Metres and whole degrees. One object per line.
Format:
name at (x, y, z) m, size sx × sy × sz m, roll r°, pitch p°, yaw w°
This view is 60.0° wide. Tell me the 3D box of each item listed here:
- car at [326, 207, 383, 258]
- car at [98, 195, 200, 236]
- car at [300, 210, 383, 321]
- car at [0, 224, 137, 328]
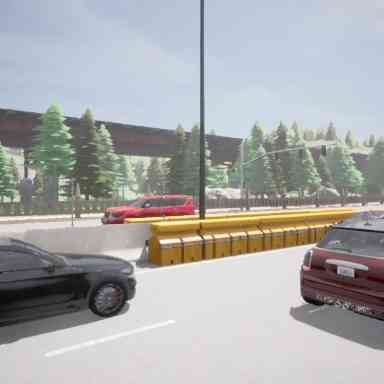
car at (7.919, 1.492, 13.699) m, size 4.902 × 1.511 × 2.128 m, roll 0°, pitch 0°, yaw -36°
car at (-2.385, 1.221, 19.374) m, size 5.566 × 2.045 × 2.150 m, roll 0°, pitch 0°, yaw -35°
car at (4.310, 1.352, 6.825) m, size 4.553 × 1.767 × 2.097 m, roll 0°, pitch 0°, yaw -36°
car at (-3.249, 1.526, 5.726) m, size 4.674 × 1.442 × 1.812 m, roll 0°, pitch 0°, yaw -35°
